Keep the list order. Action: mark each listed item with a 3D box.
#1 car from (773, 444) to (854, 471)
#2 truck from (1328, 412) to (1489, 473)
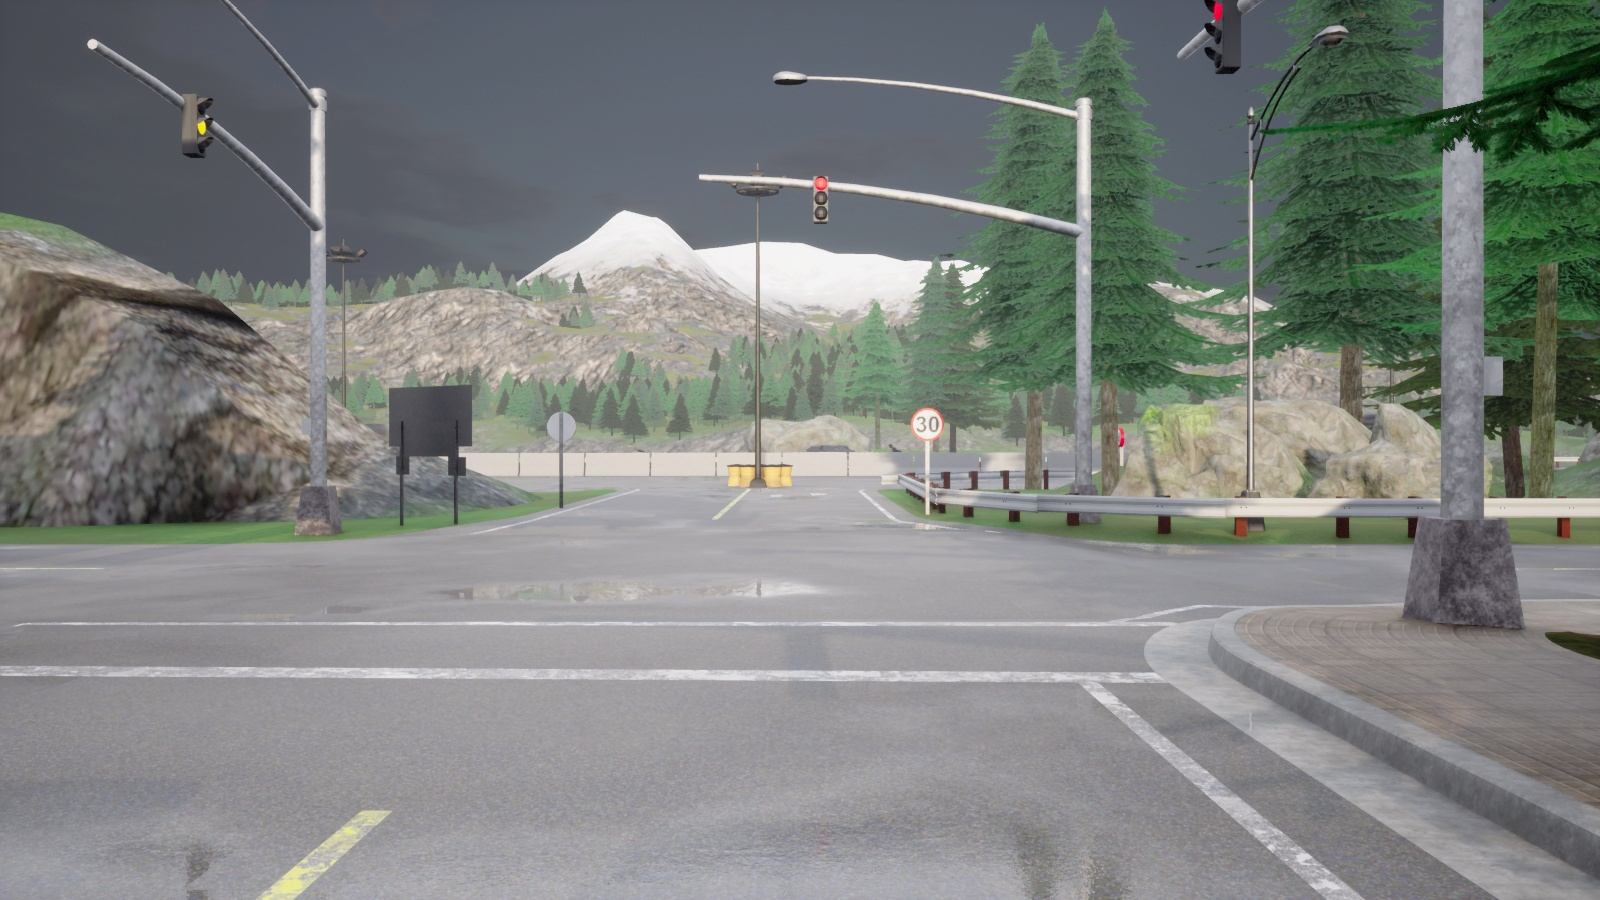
[{"bbox_3d":[0.837,0.440,76.675,4.856,1.649,2.033,0,0,0],"label":"car"},{"bbox_3d":[35.234,-0.423,72.924,7.936,3.462,2.891,0,0,0],"label":"truck"}]
